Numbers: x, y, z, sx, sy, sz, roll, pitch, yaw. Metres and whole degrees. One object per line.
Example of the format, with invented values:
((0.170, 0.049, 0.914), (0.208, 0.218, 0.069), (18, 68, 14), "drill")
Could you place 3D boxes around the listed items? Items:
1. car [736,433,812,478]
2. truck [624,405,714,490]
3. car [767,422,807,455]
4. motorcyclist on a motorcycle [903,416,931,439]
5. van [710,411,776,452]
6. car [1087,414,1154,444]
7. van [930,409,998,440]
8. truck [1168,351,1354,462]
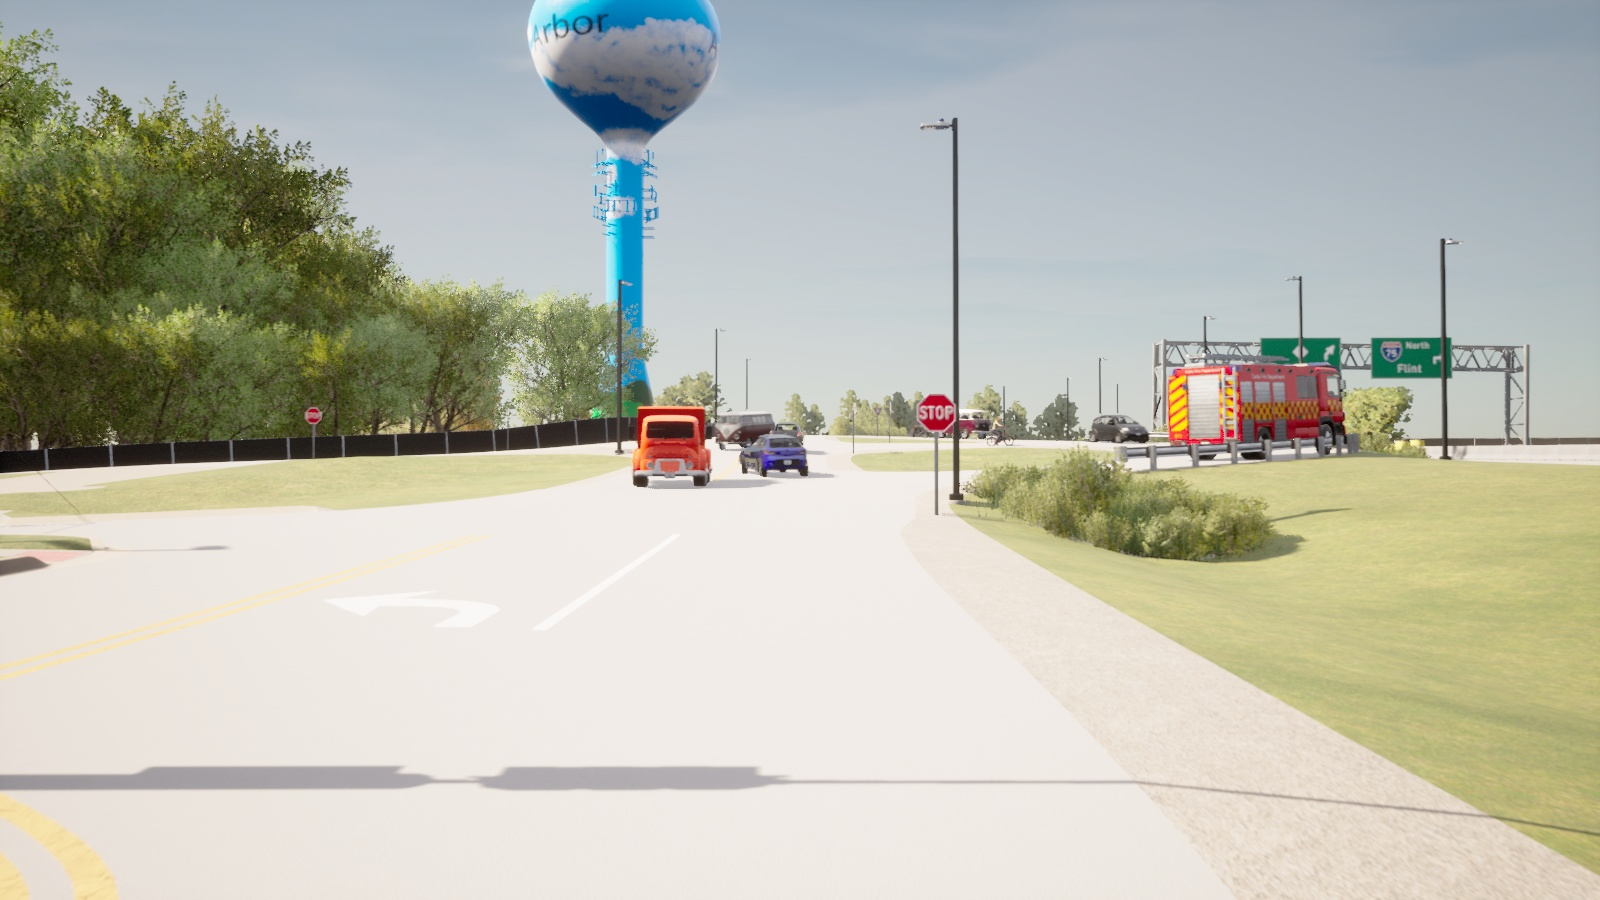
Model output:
((-0.987, 0.160, 45.797), (1.816, 1.474, 4.193), (-1, 2, -15), "car")
((-4.054, -0.144, 39.485), (2.627, 2.467, 5.204), (0, 2, -5), "truck")
((-0.607, -0.620, 62.995), (1.845, 1.501, 3.633), (0, 3, 2), "car")
((8.815, -1.689, 94.351), (0.766, 1.649, 2.350), (0, 1, -33), "motorcyclist on a motorcycle")
((-2.928, -1.023, 65.764), (1.775, 1.987, 4.442), (1, 3, 22), "van")
((18.043, -1.188, 70.864), (1.851, 1.617, 3.988), (0, 2, -18), "car")
((11.027, -1.729, 84.790), (2.069, 2.038, 4.480), (0, 1, -33), "van")
((17.467, -1.614, 47.200), (8.468, 3.827, 2.891), (-2, 1, -42), "truck")
